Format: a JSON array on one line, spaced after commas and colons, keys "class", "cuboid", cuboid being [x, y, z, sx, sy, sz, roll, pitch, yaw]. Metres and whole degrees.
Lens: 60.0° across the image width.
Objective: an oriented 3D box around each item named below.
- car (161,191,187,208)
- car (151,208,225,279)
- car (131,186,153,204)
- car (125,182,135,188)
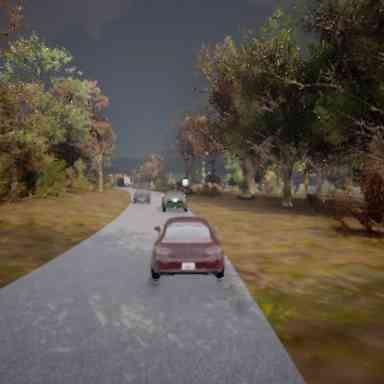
[{"class": "car", "cuboid": [-1.639, 0.653, 29.651, 2.097, 1.767, 4.553, 0, 3, -6]}, {"class": "car", "cuboid": [-0.145, 1.441, 9.658, 1.812, 1.442, 4.674, 0, 1, -2]}, {"class": "car", "cuboid": [-5.339, 0.458, 35.557, 1.837, 1.490, 4.892, 1, 3, -8]}, {"class": "car", "cuboid": [-14.228, -1.560, 76.045, 1.882, 1.535, 5.008, 1, 2, -17]}]
